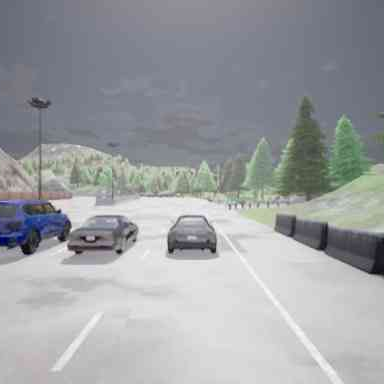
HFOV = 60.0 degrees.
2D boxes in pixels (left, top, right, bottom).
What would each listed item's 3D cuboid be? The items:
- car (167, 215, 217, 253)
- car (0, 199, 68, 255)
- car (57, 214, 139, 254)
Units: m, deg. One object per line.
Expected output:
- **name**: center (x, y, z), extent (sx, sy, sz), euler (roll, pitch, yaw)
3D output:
- **car**: center (0.008, 1.662, 14.270), extent (1.994, 1.385, 4.181), euler (0, 0, 0)
- **car**: center (-6.995, 1.315, 14.002), extent (2.150, 2.045, 5.566), euler (0, 0, 0)
- **car**: center (-3.495, 1.645, 13.971), extent (2.033, 1.411, 5.357), euler (0, 0, 0)
